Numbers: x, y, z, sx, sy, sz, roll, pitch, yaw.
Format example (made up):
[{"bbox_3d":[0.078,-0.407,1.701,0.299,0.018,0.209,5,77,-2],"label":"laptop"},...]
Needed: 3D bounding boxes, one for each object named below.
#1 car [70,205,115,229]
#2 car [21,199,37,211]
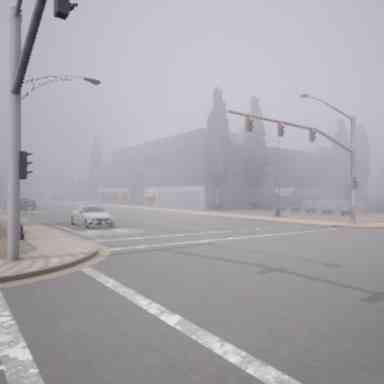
[{"bbox_3d":[-6.791,1.599,22.348,1.812,1.442,4.674,1,0,-36],"label":"car"},{"bbox_3d":[-21.276,1.589,42.614,2.033,1.411,5.357,1,0,-36],"label":"car"}]
